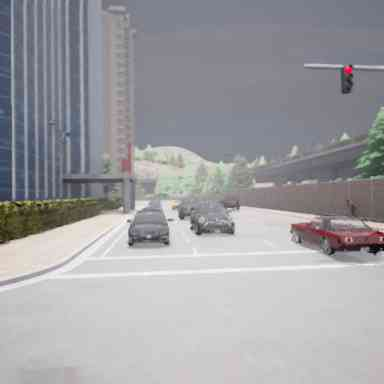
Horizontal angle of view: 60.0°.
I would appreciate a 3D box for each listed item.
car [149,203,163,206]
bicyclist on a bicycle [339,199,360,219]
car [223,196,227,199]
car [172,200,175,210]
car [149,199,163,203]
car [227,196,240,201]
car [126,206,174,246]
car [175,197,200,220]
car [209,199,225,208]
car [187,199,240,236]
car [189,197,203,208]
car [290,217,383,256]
[{"bbox_3d":[-3.420,1.908,29.675,1.895,1.301,4.718,-1,0,-6],"label":"car"},{"bbox_3d":[11.660,1.349,24.580,1.656,1.620,0.582,-1,-1,-6],"label":"bicyclist on a bicycle"},{"bbox_3d":[2.569,1.692,41.738,2.097,1.767,4.553,-1,-1,-6],"label":"car"},{"bbox_3d":[-2.077,1.977,51.590,1.882,1.535,5.008,-1,-1,-6],"label":"car"},{"bbox_3d":[-5.602,1.899,51.691,2.097,1.767,4.553,-1,0,-6],"label":"car"},{"bbox_3d":[5.409,1.579,47.720,2.150,2.045,5.566,-1,-1,-5],"label":"car"},{"bbox_3d":[-2.050,1.666,16.393,1.837,1.490,4.892,-1,-1,-6],"label":"car"},{"bbox_3d":[-0.094,1.495,31.530,2.150,2.045,5.566,-1,0,-6],"label":"car"},{"bbox_3d":[4.289,1.951,58.201,1.882,1.535,5.008,-1,-1,-6],"label":"car"},{"bbox_3d":[1.125,1.501,19.690,2.097,1.767,4.553,-1,-1,-6],"label":"car"},{"bbox_3d":[0.705,1.891,59.724,2.097,1.767,4.553,-1,0,-6],"label":"car"},{"bbox_3d":[5.578,1.628,13.242,1.895,1.301,4.718,-1,0,-4],"label":"car"}]
